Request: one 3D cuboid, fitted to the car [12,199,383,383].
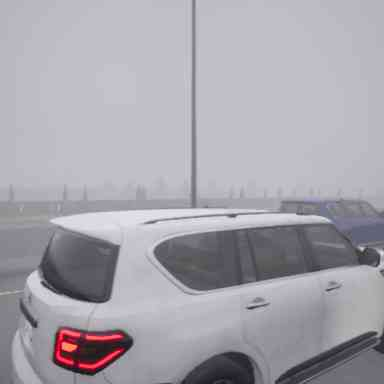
[{"bbox_3d":[0.810,1.223,4.339,5.566,2.045,2.150,0,0,-36],"label":"car"}]

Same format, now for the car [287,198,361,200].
[{"bbox_3d":[5.202,1.228,11.741,5.566,2.045,2.150,0,0,-35],"label":"car"}]
